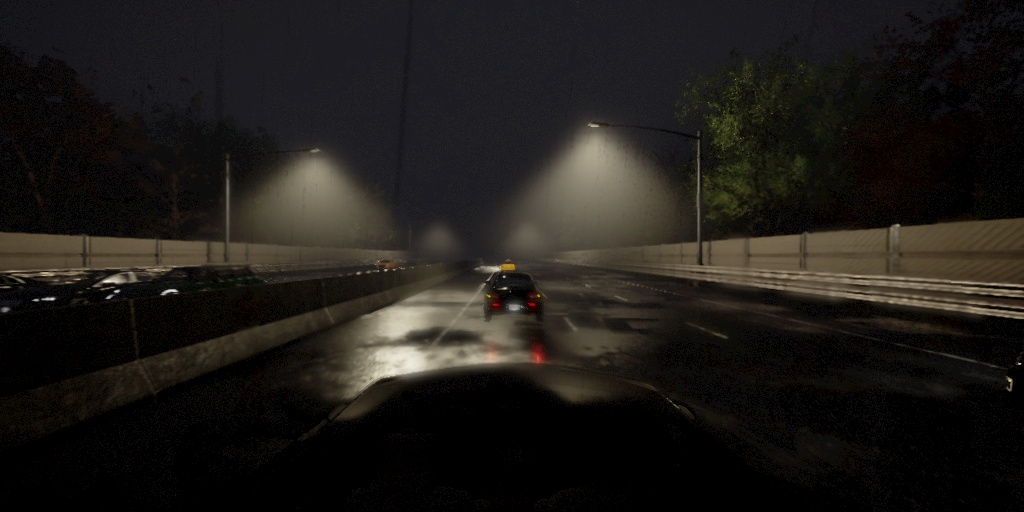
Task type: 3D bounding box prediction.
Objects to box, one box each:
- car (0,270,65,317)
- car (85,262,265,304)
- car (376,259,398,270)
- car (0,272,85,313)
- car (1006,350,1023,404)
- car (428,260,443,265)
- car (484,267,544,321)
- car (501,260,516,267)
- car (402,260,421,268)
[{"bbox_3d":[-17.635,1.260,10.970,1.837,1.490,4.892,0,0,0],"label":"car"},{"bbox_3d":[-10.644,1.107,12.149,2.097,1.767,4.553,0,0,0],"label":"car"},{"bbox_3d":[-18.332,1.239,52.696,1.882,1.535,5.008,0,0,-1],"label":"car"},{"bbox_3d":[-14.145,1.246,12.465,2.128,1.511,4.902,0,0,0],"label":"car"},{"bbox_3d":[7.094,1.251,2.377,1.837,1.490,4.892,0,-1,0],"label":"car"},{"bbox_3d":[-11.352,1.327,53.449,1.994,1.385,4.181,0,0,-1],"label":"car"},{"bbox_3d":[0.055,1.279,12.350,1.812,1.442,4.674,0,0,0],"label":"car"},{"bbox_3d":[-0.443,1.221,44.554,1.801,1.575,5.366,0,0,-1],"label":"car"},{"bbox_3d":[-14.844,1.326,53.152,1.994,1.385,4.181,0,0,-1],"label":"car"}]
